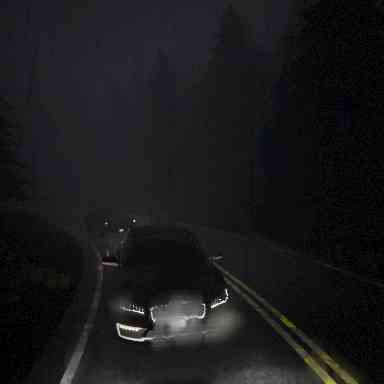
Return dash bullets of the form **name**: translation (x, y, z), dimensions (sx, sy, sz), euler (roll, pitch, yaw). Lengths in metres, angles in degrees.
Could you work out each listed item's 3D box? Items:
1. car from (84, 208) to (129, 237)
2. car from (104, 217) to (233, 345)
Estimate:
- **car**: translation (-4.614, 1.608, 18.506), dimensions (1.895, 1.301, 4.718), euler (-3, 1, -29)
- **car**: translation (-0.639, 1.494, 6.766), dimensions (1.837, 1.490, 4.892), euler (-1, 0, -11)
